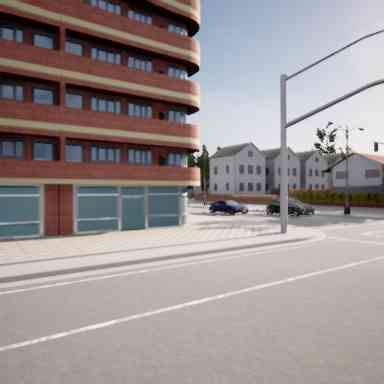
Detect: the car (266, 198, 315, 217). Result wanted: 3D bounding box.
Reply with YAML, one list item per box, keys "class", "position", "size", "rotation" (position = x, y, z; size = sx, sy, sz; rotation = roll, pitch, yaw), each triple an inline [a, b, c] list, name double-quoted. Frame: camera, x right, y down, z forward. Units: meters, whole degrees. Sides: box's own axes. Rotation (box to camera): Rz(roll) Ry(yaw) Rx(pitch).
- class: "car"
  position: [9.124, 1.326, 31.006]
  size: [2.097, 1.767, 4.553]
  rotation: [0, 0, -35]

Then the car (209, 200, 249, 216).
- class: "car"
  position: [3.551, 1.503, 32.922]
  size: [1.812, 1.442, 4.674]
  rotation: [0, 0, -35]

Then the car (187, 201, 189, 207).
- class: "car"
  position: [-2.395, 1.451, 47.665]
  size: [1.882, 1.535, 5.008]
  rotation: [0, 0, -35]
